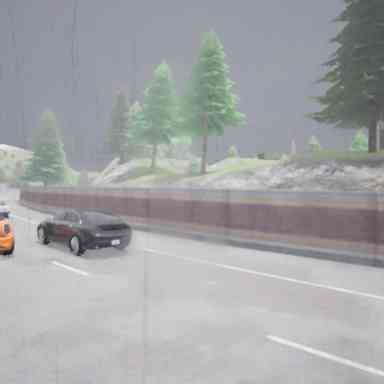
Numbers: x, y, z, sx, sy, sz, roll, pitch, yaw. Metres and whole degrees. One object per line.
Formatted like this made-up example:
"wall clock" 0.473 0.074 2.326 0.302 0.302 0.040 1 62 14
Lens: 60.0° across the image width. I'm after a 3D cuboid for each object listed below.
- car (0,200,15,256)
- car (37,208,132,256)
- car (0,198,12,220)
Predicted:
"car" -7.744 1.141 11.279 2.097 1.767 4.553 1 1 -44
"car" -4.218 1.365 12.667 4.892 1.490 1.837 2 0 45
"car" -14.665 1.179 24.196 1.895 1.301 4.718 1 0 -38
